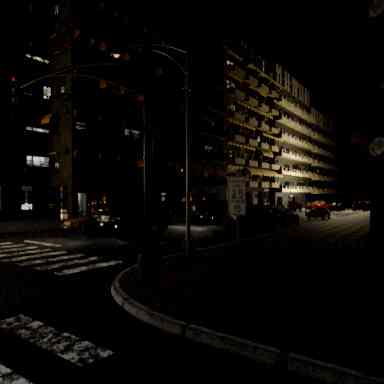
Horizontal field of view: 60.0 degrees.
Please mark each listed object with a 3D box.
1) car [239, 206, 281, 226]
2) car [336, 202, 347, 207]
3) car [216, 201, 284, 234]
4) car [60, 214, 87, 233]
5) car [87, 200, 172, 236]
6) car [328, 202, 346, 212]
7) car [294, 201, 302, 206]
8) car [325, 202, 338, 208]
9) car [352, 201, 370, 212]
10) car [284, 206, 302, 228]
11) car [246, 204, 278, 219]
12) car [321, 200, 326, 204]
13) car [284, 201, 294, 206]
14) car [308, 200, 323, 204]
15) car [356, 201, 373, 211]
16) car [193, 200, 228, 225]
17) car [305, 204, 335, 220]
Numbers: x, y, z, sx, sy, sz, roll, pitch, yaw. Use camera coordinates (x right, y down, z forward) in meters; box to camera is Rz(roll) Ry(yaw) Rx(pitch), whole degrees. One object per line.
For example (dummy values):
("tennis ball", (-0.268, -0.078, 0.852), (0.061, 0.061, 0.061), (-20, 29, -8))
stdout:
("car", (6.167, 2.042, 29.593), (1.837, 1.490, 4.892), (0, -1, 35))
("car", (39.235, 3.282, 87.135), (1.947, 1.339, 4.313), (-1, -2, 35))
("car", (3.987, 1.711, 22.030), (2.192, 1.841, 5.009), (-1, -2, 35))
("car", (-6.231, 1.834, 21.965), (1.752, 1.417, 4.829), (-1, -2, 35))
("car", (-3.566, 1.541, 21.237), (2.150, 2.045, 5.566), (0, -1, 35))
("car", (24.658, 2.605, 56.100), (2.128, 1.511, 4.902), (0, -1, 35))
("car", (16.548, 2.340, 54.625), (2.192, 1.841, 5.009), (-1, -2, 35))
("car", (32.752, 3.067, 77.844), (1.887, 1.381, 4.507), (-1, -2, 35))
("car", (29.909, 2.522, 59.188), (2.192, 1.841, 5.009), (-1, -2, 35))
("car", (7.228, 2.043, 26.669), (1.887, 1.381, 4.507), (-1, -2, 35))
("car", (8.068, 2.191, 37.889), (1.837, 1.490, 4.892), (0, -1, 35))
("car", (26.270, 2.640, 68.559), (2.192, 1.841, 5.009), (-1, -2, 35))
("car", (13.211, 2.446, 49.835), (1.752, 1.417, 4.829), (-1, -2, 35))
("car", (23.031, 2.771, 63.910), (1.887, 1.381, 4.507), (-1, -2, 35))
("car", (33.150, 2.621, 63.834), (2.192, 1.841, 5.009), (-1, -2, 35))
("car", (2.342, 1.728, 29.707), (2.150, 2.045, 5.566), (0, -1, 34))
("car", (13.709, 2.284, 35.957), (1.802, 1.307, 4.206), (-1, -2, 35))
